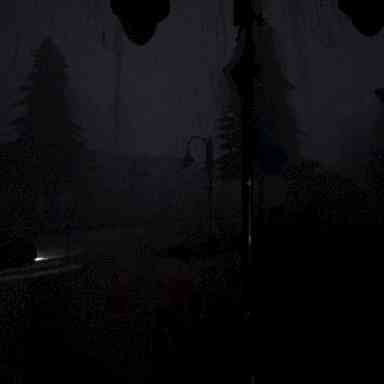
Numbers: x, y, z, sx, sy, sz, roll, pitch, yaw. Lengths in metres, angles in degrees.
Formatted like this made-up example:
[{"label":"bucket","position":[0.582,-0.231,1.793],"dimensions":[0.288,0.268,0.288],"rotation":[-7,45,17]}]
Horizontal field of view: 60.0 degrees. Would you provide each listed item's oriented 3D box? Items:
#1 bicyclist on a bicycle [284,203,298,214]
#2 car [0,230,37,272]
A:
[{"label":"bicyclist on a bicycle","position":[5.698,1.459,19.629],"dimensions":[1.656,1.620,0.582],"rotation":[0,0,42]},{"label":"car","position":[-6.228,1.672,9.437],"dimensions":[1.994,1.385,4.181],"rotation":[0,-1,3]}]
